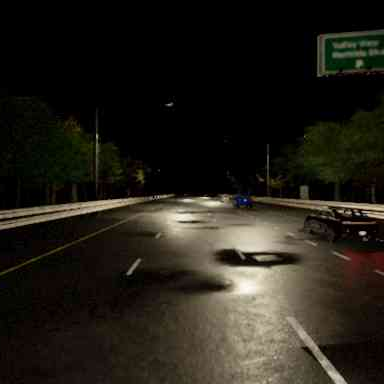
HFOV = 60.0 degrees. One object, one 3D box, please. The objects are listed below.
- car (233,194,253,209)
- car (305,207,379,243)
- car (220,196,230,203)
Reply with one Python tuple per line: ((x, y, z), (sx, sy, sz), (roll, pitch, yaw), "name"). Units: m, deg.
((7.035, 1.224, 46.520), (2.150, 2.045, 5.566), (0, 0, 0), "car")
((7.013, 1.491, 16.092), (2.128, 1.511, 4.902), (0, 0, 0), "car")
((7.061, 1.536, 70.572), (1.812, 1.442, 4.674), (0, 0, 0), "car")
